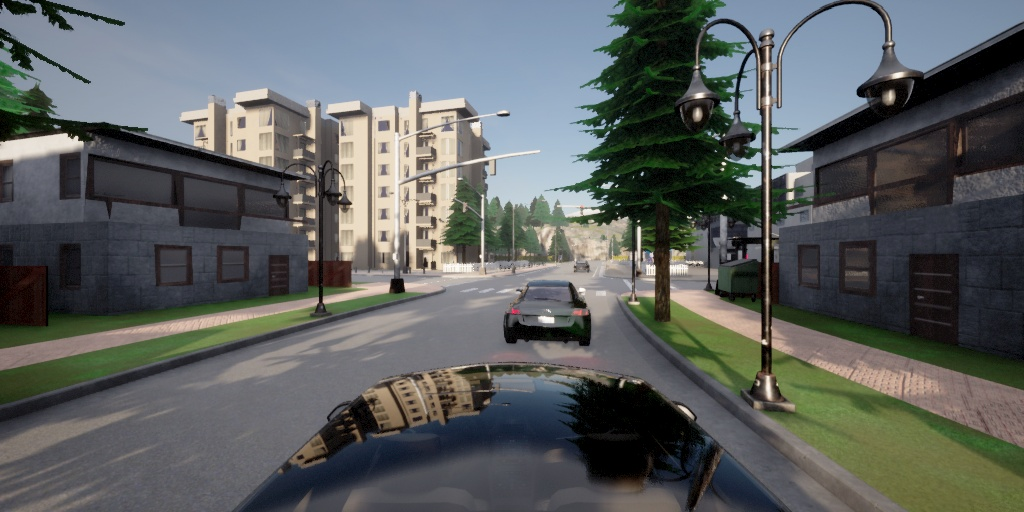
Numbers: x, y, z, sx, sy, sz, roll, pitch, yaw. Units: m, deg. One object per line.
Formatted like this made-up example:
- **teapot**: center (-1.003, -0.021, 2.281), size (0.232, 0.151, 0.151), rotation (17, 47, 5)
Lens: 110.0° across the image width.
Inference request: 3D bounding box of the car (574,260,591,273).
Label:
- **car**: center (8.793, 1.276, 44.998), size (2.128, 1.511, 4.902), rotation (0, 0, 14)

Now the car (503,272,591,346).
- **car**: center (1.011, 1.314, 9.513), size (1.994, 1.385, 4.181), rotation (0, 0, 9)
